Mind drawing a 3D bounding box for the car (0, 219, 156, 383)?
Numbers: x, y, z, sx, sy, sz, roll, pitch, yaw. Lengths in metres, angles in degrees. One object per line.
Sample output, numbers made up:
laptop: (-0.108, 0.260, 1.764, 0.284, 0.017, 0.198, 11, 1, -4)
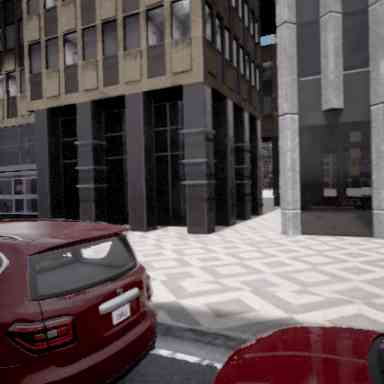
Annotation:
car: (-2.843, 1.296, 4.243, 5.009, 1.841, 2.192, -1, 1, 25)

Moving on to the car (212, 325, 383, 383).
car: (2.263, 1.443, 1.849, 4.507, 1.381, 1.887, -1, 1, 25)
